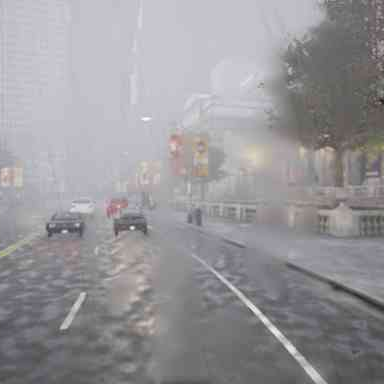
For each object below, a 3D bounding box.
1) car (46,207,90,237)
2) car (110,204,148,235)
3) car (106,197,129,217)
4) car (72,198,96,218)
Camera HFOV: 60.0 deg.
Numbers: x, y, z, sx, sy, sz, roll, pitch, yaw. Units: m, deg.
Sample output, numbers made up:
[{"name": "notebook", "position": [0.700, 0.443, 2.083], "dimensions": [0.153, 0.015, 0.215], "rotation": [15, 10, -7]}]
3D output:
[{"name": "car", "position": [-7.277, 1.814, 19.684], "dimensions": [1.895, 1.301, 4.718], "rotation": [0, -1, -15]}, {"name": "car", "position": [-3.830, 1.713, 20.262], "dimensions": [1.837, 1.490, 4.892], "rotation": [0, -1, -15]}, {"name": "car", "position": [-8.007, 1.596, 35.836], "dimensions": [2.150, 2.045, 5.566], "rotation": [0, 0, -15]}, {"name": "car", "position": [-11.398, 1.597, 34.962], "dimensions": [2.150, 2.045, 5.566], "rotation": [0, 0, -15]}]
